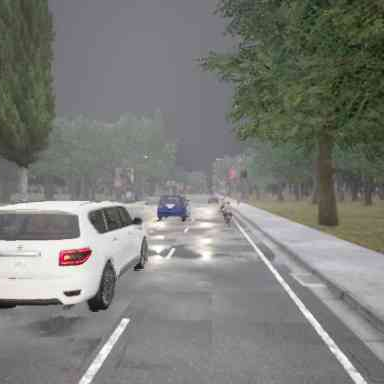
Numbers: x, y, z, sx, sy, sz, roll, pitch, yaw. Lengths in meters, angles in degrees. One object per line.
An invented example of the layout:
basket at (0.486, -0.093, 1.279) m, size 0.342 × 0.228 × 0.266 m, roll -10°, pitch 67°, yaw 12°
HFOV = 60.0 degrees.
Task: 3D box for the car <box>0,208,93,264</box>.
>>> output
car at (-5.715, 1.482, 12.784) m, size 2.128 × 1.511 × 4.902 m, roll 0°, pitch 0°, yaw 3°

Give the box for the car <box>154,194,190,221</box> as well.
car at (-1.411, 1.205, 26.817) m, size 2.150 × 2.045 × 5.566 m, roll 0°, pitch 0°, yaw 3°

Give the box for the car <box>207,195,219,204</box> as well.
car at (3.923, 1.473, 61.178) m, size 1.837 × 1.490 × 4.892 m, roll 0°, pitch 0°, yaw 3°

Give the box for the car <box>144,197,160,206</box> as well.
car at (-6.439, 1.493, 54.540) m, size 1.812 × 1.442 × 4.674 m, roll 0°, pitch 0°, yaw 4°

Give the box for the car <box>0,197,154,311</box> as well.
car at (-2.552, 1.216, 7.925) m, size 2.150 × 2.045 × 5.566 m, roll 0°, pitch 0°, yaw 3°

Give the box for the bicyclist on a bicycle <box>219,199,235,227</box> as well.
bicyclist on a bicycle at (2.334, 1.424, 21.426) m, size 0.866 × 1.612 × 1.509 m, roll 0°, pitch 0°, yaw 3°

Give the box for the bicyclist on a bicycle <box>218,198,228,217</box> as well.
bicyclist on a bicycle at (2.902, 1.419, 30.835) m, size 0.866 × 1.612 × 1.509 m, roll 0°, pitch 0°, yaw 3°

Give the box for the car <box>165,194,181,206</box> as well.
car at (-3.148, 1.319, 55.092) m, size 2.097 × 1.767 × 4.553 m, roll 0°, pitch 0°, yaw 4°

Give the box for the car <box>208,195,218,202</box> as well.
car at (4.601, 1.489, 74.090) m, size 2.128 × 1.511 × 4.902 m, roll 0°, pitch 0°, yaw 3°
